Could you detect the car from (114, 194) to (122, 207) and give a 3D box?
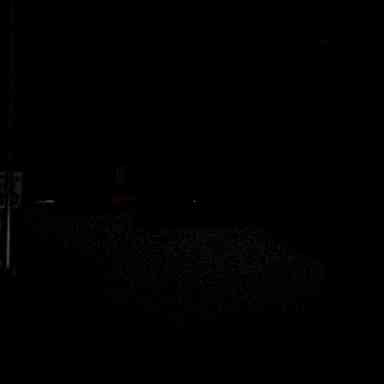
[{"bbox_3d":[-11.850,1.270,41.773,5.008,1.535,2.097,2,1,-19],"label":"car"}]

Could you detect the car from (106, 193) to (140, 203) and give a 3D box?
[{"bbox_3d":[-11.761,1.012,56.728,5.366,1.575,1.946,2,1,-19],"label":"car"}]

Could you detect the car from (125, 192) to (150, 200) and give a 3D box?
[{"bbox_3d":[-11.319,0.829,68.785,4.674,1.452,2.002,2,2,-19],"label":"car"}]

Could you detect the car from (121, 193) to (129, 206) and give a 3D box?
[{"bbox_3d":[-11.640,1.245,44.838,5.366,1.575,1.946,2,1,-19],"label":"car"}]

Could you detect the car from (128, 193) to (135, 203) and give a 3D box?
[{"bbox_3d":[-11.821,1.070,53.727,5.366,1.575,1.946,2,1,-19],"label":"car"}]

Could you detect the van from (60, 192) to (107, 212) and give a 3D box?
[{"bbox_3d":[-11.818,1.086,35.822,4.442,1.987,1.878,2,0,-19],"label":"van"}]

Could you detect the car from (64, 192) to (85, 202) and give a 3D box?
[{"bbox_3d":[-20.738,0.812,58.873,1.837,1.490,4.892,1,1,2],"label":"car"}]

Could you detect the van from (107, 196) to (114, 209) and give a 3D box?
[{"bbox_3d":[-11.779,1.067,38.823,4.442,1.987,1.878,2,0,-19],"label":"van"}]

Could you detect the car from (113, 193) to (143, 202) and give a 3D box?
[{"bbox_3d":[-11.514,0.963,59.788,4.892,1.521,2.231,2,1,-19],"label":"car"}]
